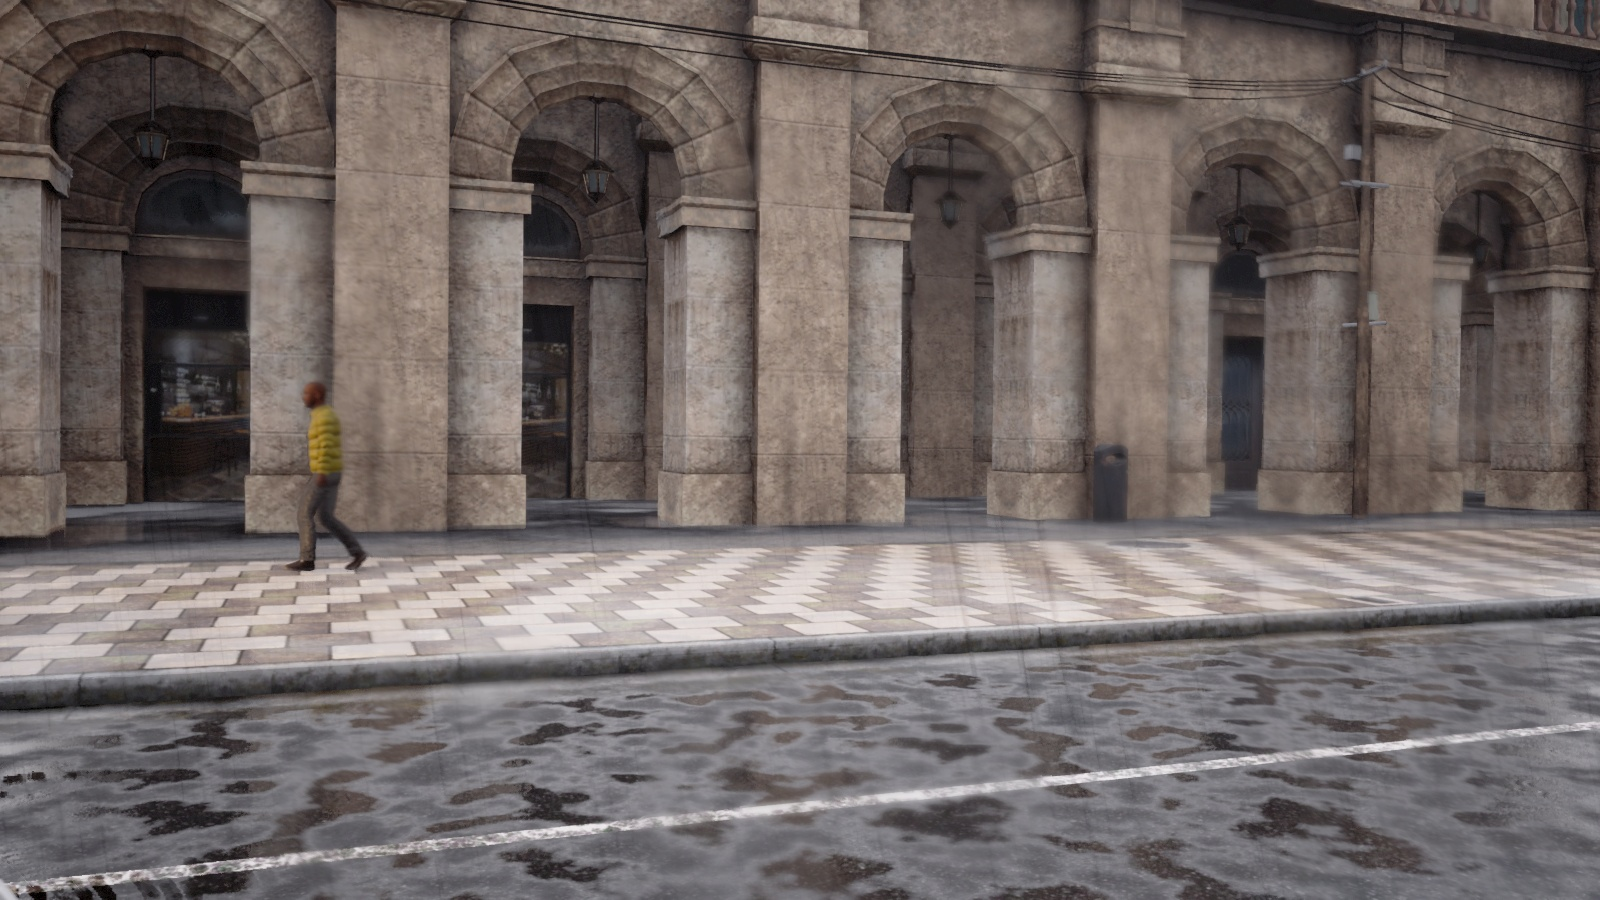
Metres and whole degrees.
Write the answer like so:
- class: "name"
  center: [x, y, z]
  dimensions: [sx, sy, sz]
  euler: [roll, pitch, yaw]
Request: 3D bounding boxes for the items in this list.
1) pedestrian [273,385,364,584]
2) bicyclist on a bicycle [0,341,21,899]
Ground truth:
- class: "pedestrian"
  center: [-4.520, 0.311, 11.813]
  dimensions: [0.726, 1.835, 0.370]
  euler: [-1, 1, -12]
- class: "bicyclist on a bicycle"
  center: [-2.553, 0.659, 2.269]
  dimensions: [1.843, 1.776, 0.659]
  euler: [-1, 1, -21]
